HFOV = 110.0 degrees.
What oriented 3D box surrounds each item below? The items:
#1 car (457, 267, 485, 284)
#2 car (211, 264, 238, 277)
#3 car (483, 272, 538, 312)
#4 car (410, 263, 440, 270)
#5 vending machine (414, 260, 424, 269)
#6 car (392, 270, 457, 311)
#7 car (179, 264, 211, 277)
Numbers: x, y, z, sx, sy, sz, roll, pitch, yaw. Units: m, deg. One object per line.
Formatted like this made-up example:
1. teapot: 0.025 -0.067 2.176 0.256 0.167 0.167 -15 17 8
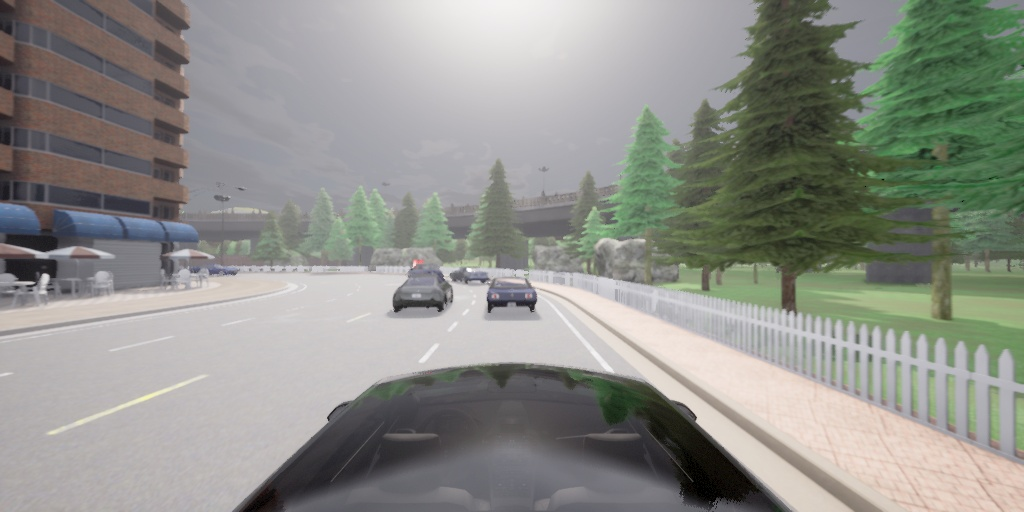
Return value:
1. car: -3.789 1.618 31.024 2.033 1.411 5.357 0 -1 -27
2. car: -35.741 1.680 43.131 5.008 1.535 1.882 0 -1 2
3. car: -0.125 1.497 15.072 1.895 1.301 4.718 0 -1 -3
4. car: -7.431 1.414 30.321 2.097 1.767 4.553 0 -1 -29
5. vending machine: -12.170 1.438 46.767 0.880 2.100 1.100 0 0 36
6. car: -3.647 1.463 15.258 1.994 1.385 4.181 0 -1 -3
7. car: -36.711 1.766 39.676 4.718 1.301 1.895 0 -1 1
